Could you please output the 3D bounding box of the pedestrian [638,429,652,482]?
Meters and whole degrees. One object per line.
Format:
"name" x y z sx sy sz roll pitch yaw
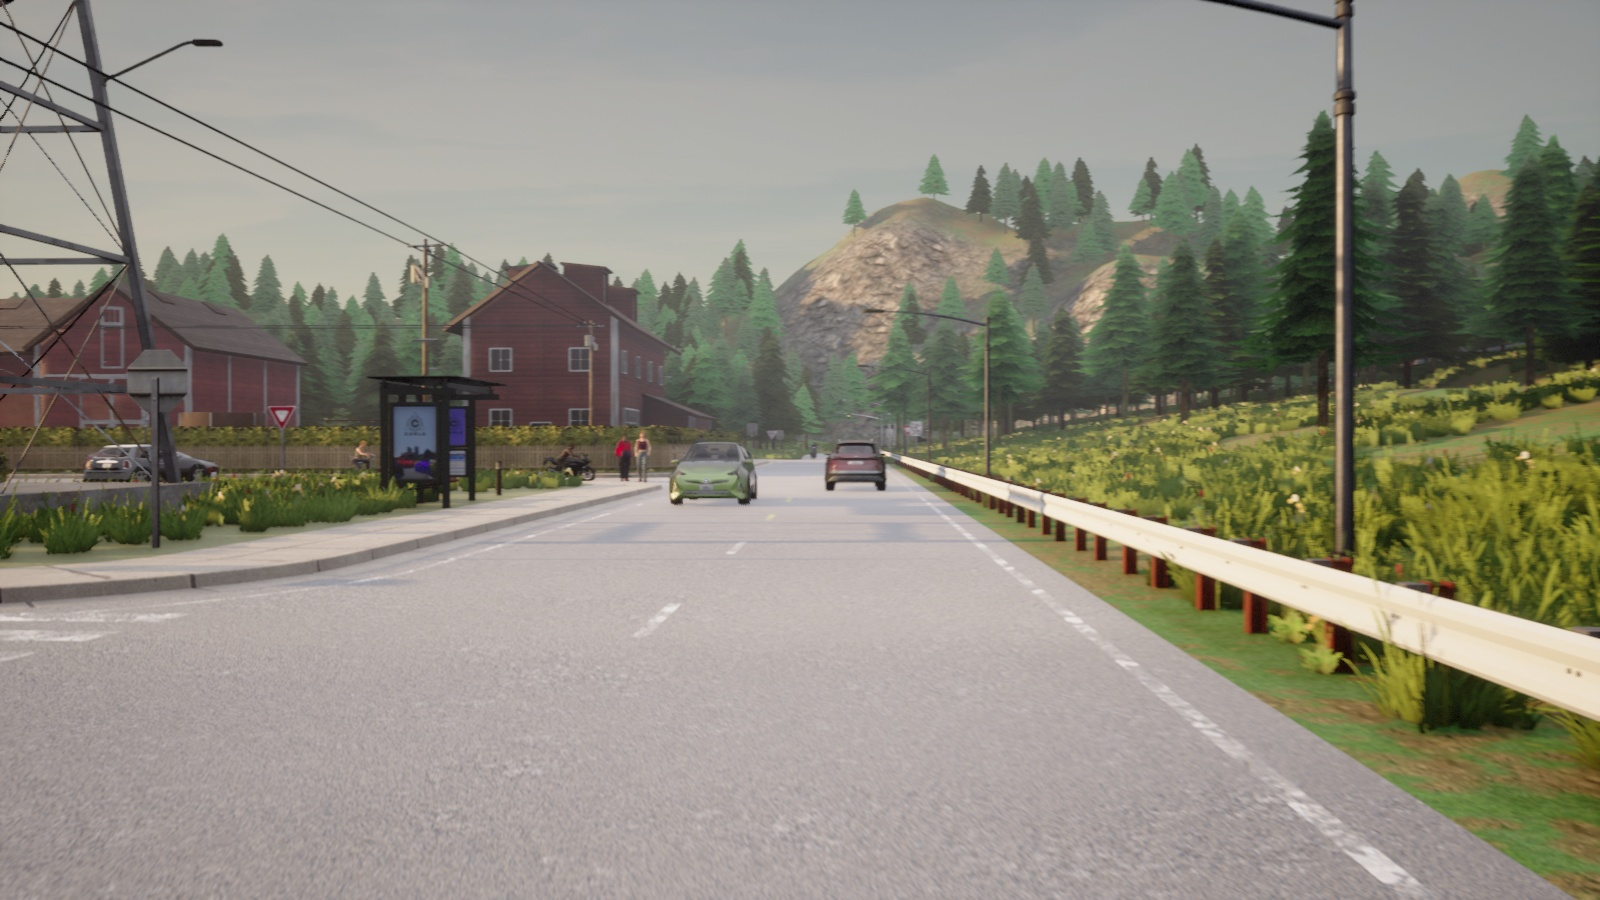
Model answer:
"pedestrian" -5.347 0.180 43.336 0.345 1.836 0.594 0 0 5

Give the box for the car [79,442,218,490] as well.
"car" -20.934 0.490 40.535 1.970 1.475 3.806 0 0 13

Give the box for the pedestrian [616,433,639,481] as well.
"pedestrian" -6.646 0.257 48.343 0.634 1.844 0.899 0 0 -25

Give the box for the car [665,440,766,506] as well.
"car" -2.019 0.514 31.319 2.007 1.525 4.514 0 0 3

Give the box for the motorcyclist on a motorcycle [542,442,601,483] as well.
"motorcyclist on a motorcycle" -8.609 0.460 47.411 2.044 1.523 0.797 0 0 3

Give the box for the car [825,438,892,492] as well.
"car" 1.891 0.441 40.701 2.033 1.649 4.856 0 0 2

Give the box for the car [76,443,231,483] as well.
"car" -24.649 0.483 47.998 4.792 1.488 2.163 0 0 2
